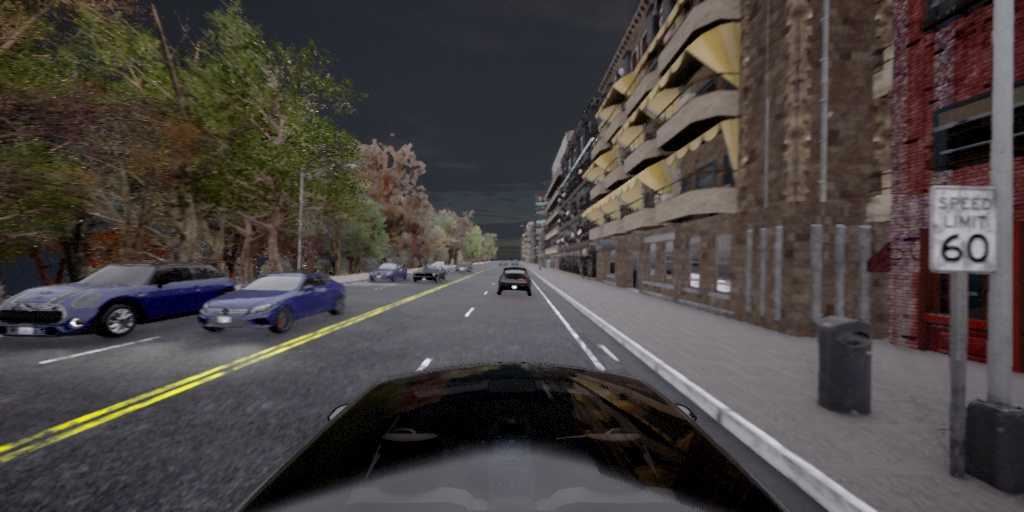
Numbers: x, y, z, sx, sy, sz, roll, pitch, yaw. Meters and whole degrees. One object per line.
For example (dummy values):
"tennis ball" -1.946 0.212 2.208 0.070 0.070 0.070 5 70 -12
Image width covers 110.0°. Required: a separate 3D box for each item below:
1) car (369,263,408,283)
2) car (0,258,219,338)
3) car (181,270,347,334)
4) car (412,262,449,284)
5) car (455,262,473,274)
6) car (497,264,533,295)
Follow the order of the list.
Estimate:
"car" -9.589 1.258 28.266 1.812 1.442 4.674 1 -1 1
"car" -9.783 0.934 9.483 2.097 1.767 4.553 1 0 0
"car" -6.527 1.192 10.480 1.812 1.442 4.674 1 0 0
"car" -6.342 1.409 28.197 1.895 1.301 4.718 1 0 1
"car" -6.127 1.488 46.554 2.128 1.511 4.902 1 0 0
"car" 0.160 1.417 21.400 1.837 1.490 4.892 1 0 0
